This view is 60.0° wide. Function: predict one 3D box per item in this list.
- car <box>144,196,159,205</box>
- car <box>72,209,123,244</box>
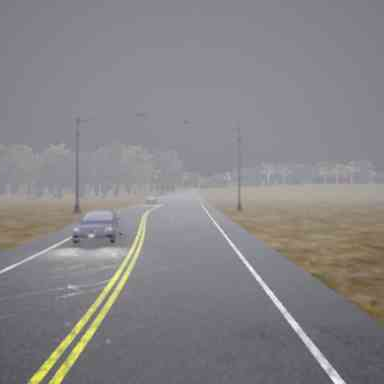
[{"bbox_3d":[-7.041,1.481,58.310,1.812,1.442,4.674,0,0,1],"label":"car"},{"bbox_3d":[-4.455,1.581,16.277,1.812,1.442,4.674,0,0,-6],"label":"car"}]
